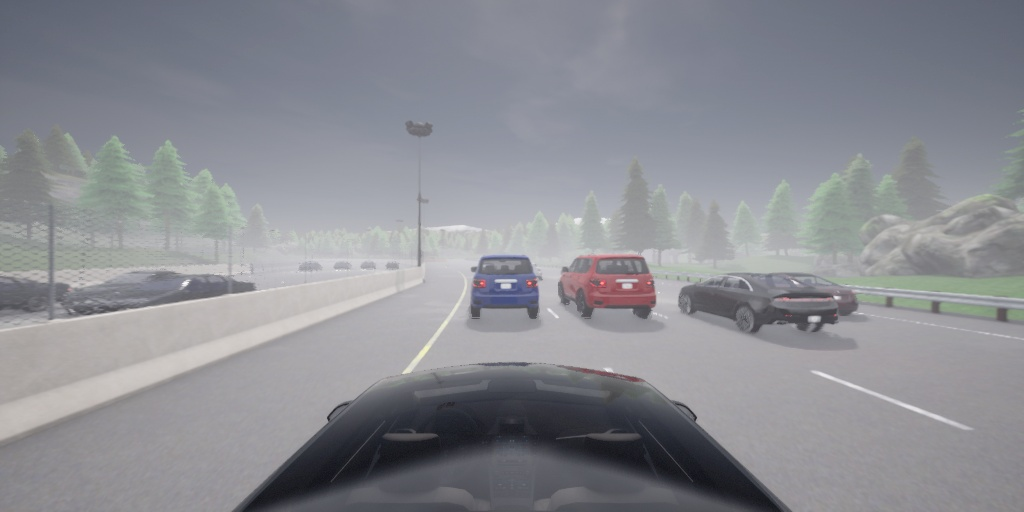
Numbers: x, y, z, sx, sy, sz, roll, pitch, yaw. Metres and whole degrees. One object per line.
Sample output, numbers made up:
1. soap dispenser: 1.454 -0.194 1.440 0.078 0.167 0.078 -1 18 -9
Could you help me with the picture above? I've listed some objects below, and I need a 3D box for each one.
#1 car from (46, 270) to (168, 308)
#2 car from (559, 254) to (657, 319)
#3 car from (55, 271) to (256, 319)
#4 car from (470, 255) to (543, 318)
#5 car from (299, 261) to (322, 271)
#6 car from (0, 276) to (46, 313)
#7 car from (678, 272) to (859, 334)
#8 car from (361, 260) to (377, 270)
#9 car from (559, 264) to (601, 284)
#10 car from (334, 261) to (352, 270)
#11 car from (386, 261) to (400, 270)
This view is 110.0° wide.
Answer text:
1. car: -14.604 1.307 14.258 1.812 1.442 4.674 0 0 -4
2. car: 3.183 0.966 13.044 2.150 2.045 5.566 0 0 -3
3. car: -10.898 1.321 11.893 2.033 1.411 5.357 0 0 -3
4. car: -0.330 0.974 13.114 2.150 2.045 5.566 0 0 -3
5. car: -27.553 1.377 49.211 1.994 1.385 4.181 0 0 -14
6. car: -17.872 1.335 11.531 2.033 1.411 5.357 0 0 -2
7. car: 6.785 1.229 10.589 2.128 1.511 4.902 0 0 -2
8. car: -21.781 1.370 54.705 1.994 1.385 4.181 0 0 -15
9. car: 5.247 1.345 28.248 1.895 1.301 4.718 0 0 -7
10. car: -24.975 1.376 53.096 1.994 1.385 4.181 0 0 -15
11. car: -17.979 1.396 54.278 1.895 1.301 4.718 0 0 -15
